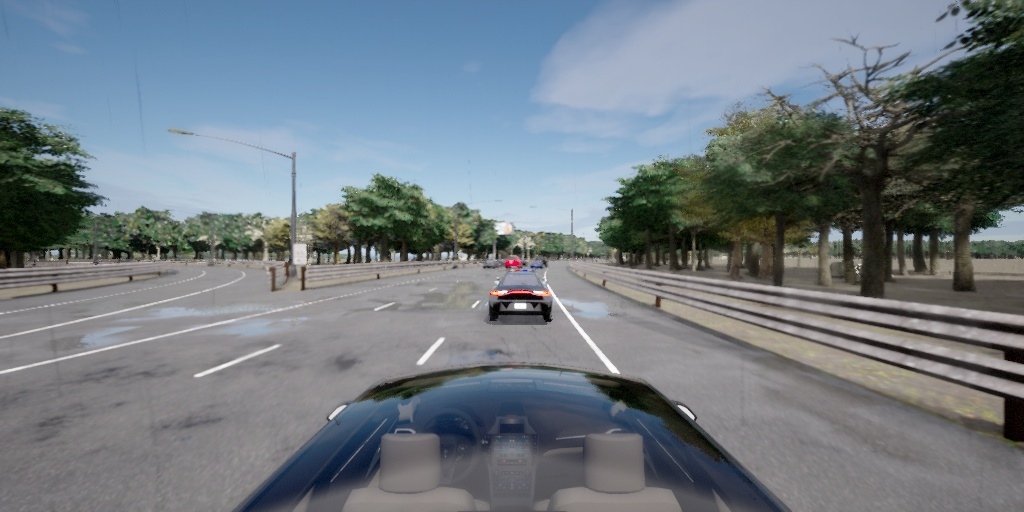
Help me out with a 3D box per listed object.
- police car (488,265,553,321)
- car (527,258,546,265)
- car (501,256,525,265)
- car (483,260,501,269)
[{"bbox_3d":[0.313,1.256,12.697,2.038,1.542,4.974,0,0,2],"label":"police car"},{"bbox_3d":[3.892,1.366,56.429,1.994,1.385,4.181,0,0,8],"label":"car"},{"bbox_3d":[0.249,1.017,55.649,2.150,2.045,5.566,0,0,8],"label":"car"},{"bbox_3d":[-3.230,1.340,56.044,2.033,1.411,5.357,0,0,8],"label":"car"}]
